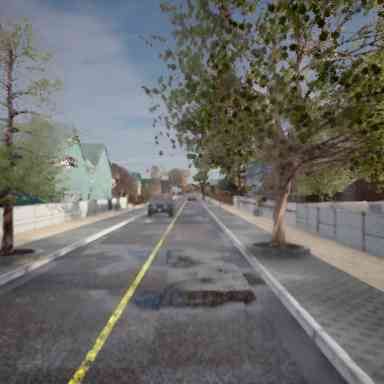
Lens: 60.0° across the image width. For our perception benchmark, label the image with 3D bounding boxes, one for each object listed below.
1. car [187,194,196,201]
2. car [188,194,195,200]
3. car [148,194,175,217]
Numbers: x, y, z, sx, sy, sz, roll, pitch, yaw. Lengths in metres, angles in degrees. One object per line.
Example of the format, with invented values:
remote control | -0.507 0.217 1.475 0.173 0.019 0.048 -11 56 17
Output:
car | -0.050 1.431 76.949 1.994 1.385 4.181 0 0 0
car | -0.056 1.228 86.916 1.812 1.442 4.674 0 0 0
car | -2.770 1.186 31.110 2.150 2.045 5.566 0 0 0
